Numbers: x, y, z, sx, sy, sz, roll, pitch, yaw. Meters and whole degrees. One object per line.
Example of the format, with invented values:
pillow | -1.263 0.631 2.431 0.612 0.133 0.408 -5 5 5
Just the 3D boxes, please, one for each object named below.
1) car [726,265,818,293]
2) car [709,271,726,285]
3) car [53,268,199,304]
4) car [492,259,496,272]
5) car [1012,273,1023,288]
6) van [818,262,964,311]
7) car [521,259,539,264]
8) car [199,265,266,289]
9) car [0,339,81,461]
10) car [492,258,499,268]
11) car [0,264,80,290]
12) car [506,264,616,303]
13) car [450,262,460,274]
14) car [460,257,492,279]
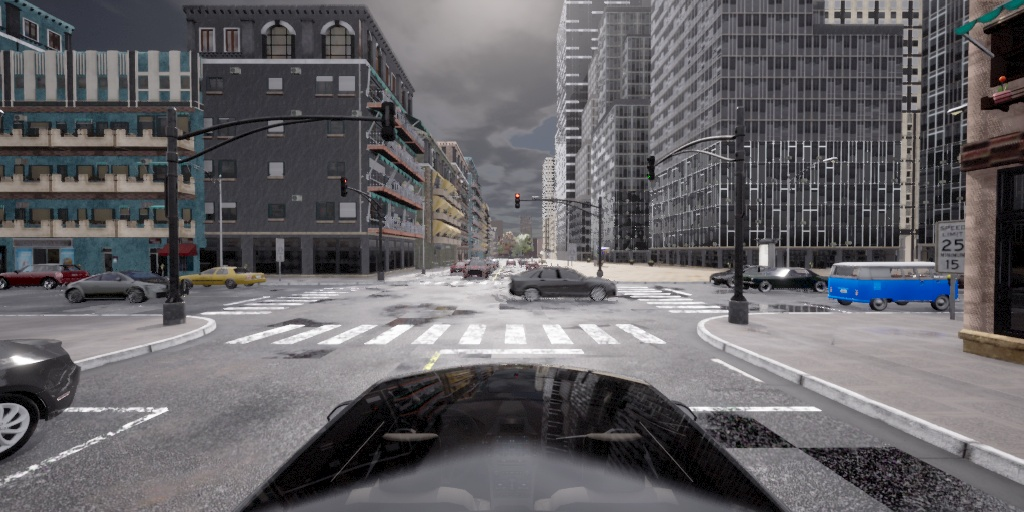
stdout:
car | 14.805 1.289 19.646 4.718 1.301 1.895 0 1 0
car | 14.619 1.215 22.244 4.313 1.339 1.948 0 0 0
car | -17.350 1.372 16.297 4.181 1.385 1.994 0 1 0
car | -3.211 1.345 41.527 1.895 1.301 4.718 0 0 0
car | 24.593 1.217 19.687 5.357 1.411 2.033 0 1 0
van | 14.656 1.117 13.864 3.998 1.789 1.690 0 0 0
car | 2.530 1.289 45.945 1.888 1.381 4.507 0 0 0
car | -17.939 1.247 22.096 4.829 1.417 1.751 0 0 0
car | -5.690 1.300 2.149 2.007 1.370 4.403 0 0 0
car | -3.237 1.346 51.590 1.895 1.301 4.718 0 0 0
car | -28.837 1.190 22.046 4.097 1.591 1.967 0 0 0
car | 2.246 1.267 16.386 4.892 1.490 1.837 0 1 0
car | -5.801 1.289 40.215 1.888 1.381 4.507 0 0 0
car | -3.163 1.097 32.497 2.097 1.767 4.553 0 0 -1
